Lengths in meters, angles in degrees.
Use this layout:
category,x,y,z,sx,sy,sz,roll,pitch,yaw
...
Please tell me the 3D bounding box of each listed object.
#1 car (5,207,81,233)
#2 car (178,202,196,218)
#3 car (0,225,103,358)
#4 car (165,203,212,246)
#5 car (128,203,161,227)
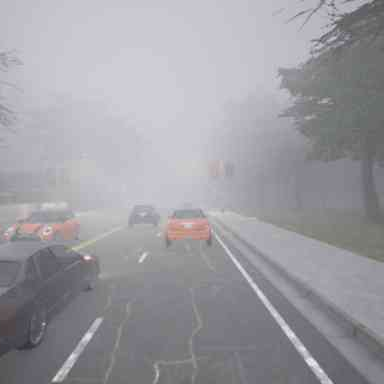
category,x,y,z,sx,sy,sz,roll,pitch,yaw
car,-6.851,1.644,15.747,2.097,1.767,4.553,-1,-1,-1
car,-0.520,1.928,36.293,1.837,1.490,4.892,-1,-1,-1
car,-3.230,1.672,6.330,2.033,1.411,5.357,-1,-1,-1
car,-0.184,1.531,16.619,2.097,1.767,4.553,-1,-1,-1
car,-3.581,1.701,25.866,2.097,1.767,4.553,-1,-1,-1
